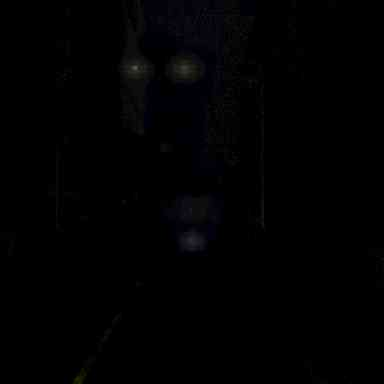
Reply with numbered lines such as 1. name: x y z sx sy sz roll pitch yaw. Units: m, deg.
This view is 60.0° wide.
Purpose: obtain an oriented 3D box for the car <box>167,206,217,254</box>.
1. car: 0.027 1.615 14.269 1.882 1.535 5.008 0 0 0

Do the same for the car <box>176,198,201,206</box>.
1. car: 0.019 1.606 28.461 2.097 1.767 4.553 0 -1 0

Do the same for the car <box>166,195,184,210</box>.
1. car: -2.763 1.636 51.496 2.150 2.045 5.566 0 -1 0
